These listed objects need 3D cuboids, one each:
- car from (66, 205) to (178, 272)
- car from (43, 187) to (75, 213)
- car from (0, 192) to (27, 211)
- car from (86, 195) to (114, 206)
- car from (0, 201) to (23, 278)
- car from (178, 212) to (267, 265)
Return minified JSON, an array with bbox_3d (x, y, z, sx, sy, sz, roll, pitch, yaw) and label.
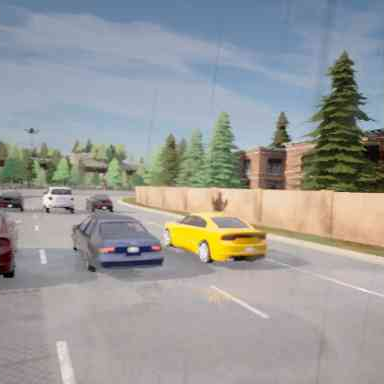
[{"bbox_3d":[-2.543,1.396,10.367,2.033,1.411,5.357,3,0,-26],"label":"car"},{"bbox_3d":[-11.240,0.614,28.053,2.150,2.045,5.566,3,0,-26],"label":"car"},{"bbox_3d":[-14.752,0.740,27.254,1.837,1.490,4.892,2,0,-26],"label":"car"},{"bbox_3d":[-8.436,1.019,30.261,1.837,1.490,4.892,2,0,-26],"label":"car"},{"bbox_3d":[-5.679,1.188,8.824,1.882,1.535,5.008,3,0,-26],"label":"car"},{"bbox_3d":[0.596,1.465,11.920,1.882,1.535,5.008,3,0,-26],"label":"car"}]
